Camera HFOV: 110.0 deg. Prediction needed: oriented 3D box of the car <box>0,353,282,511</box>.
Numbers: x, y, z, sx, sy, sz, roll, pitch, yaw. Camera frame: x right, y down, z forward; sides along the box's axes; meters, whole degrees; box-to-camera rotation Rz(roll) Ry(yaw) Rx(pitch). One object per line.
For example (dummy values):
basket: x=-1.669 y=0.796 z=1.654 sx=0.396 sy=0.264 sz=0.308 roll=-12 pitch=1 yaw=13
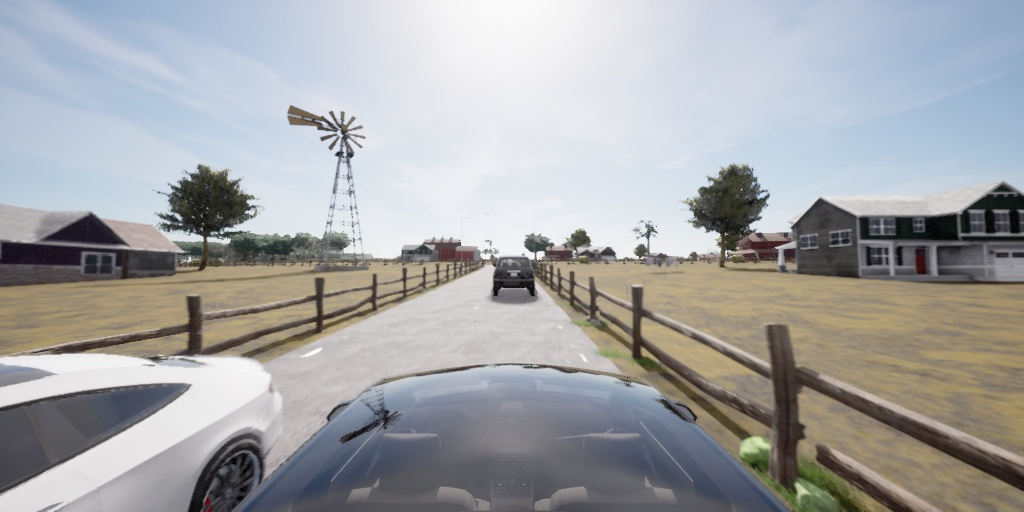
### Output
car: x=-2.845 y=1.275 z=1.213 sx=1.812 sy=1.442 sz=4.674 roll=0 pitch=0 yaw=0

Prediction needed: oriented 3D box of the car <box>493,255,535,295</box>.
car: x=0.101 y=0.988 z=19.886 sx=2.150 sy=2.045 sz=5.566 roll=0 pitch=0 yaw=0
